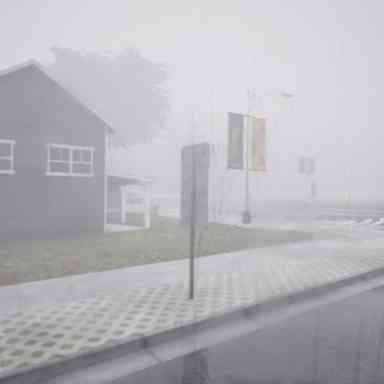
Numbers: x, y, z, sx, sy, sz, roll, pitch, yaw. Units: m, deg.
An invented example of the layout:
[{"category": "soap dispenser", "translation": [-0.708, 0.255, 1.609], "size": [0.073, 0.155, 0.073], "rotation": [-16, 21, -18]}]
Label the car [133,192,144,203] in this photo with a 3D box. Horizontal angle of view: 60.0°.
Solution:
[{"category": "car", "translation": [-9.266, 0.833, 52.176], "size": [2.097, 1.767, 4.553], "rotation": [1, 0, -35]}]

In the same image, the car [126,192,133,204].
[{"category": "car", "translation": [-10.974, 0.928, 48.938], "size": [1.882, 1.535, 5.008], "rotation": [1, 0, -35]}]
